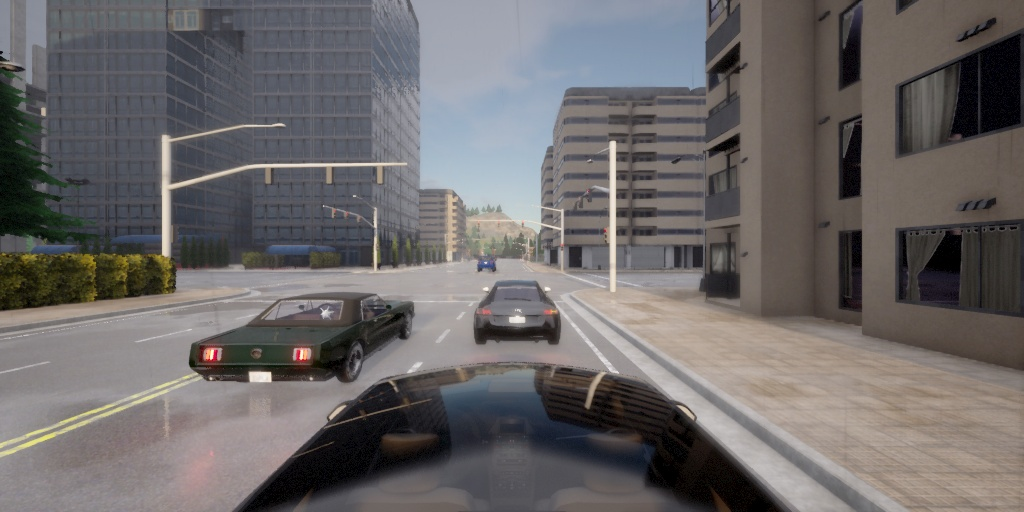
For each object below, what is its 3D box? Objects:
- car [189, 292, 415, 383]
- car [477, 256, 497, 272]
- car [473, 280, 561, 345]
[{"bbox_3d":[-3.381,1.351,7.067,1.895,1.301,4.718,0,0,0],"label":"car"},{"bbox_3d":[-3.211,0.971,46.302,2.150,2.045,5.566,0,0,0],"label":"car"},{"bbox_3d":[0.130,1.314,9.545,1.994,1.385,4.181,0,0,1],"label":"car"}]
